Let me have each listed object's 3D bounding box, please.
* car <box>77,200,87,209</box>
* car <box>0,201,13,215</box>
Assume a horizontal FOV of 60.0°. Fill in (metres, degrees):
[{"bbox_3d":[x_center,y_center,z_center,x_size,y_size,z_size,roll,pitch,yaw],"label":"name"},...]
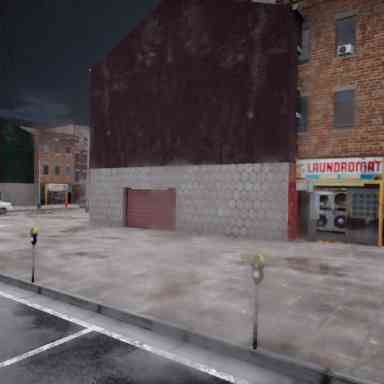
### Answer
[{"bbox_3d":[-11.790,1.338,40.920,1.837,1.490,4.892,1,2,36],"label":"car"},{"bbox_3d":[-19.126,1.405,30.711,1.812,1.442,4.674,1,1,34],"label":"car"}]
